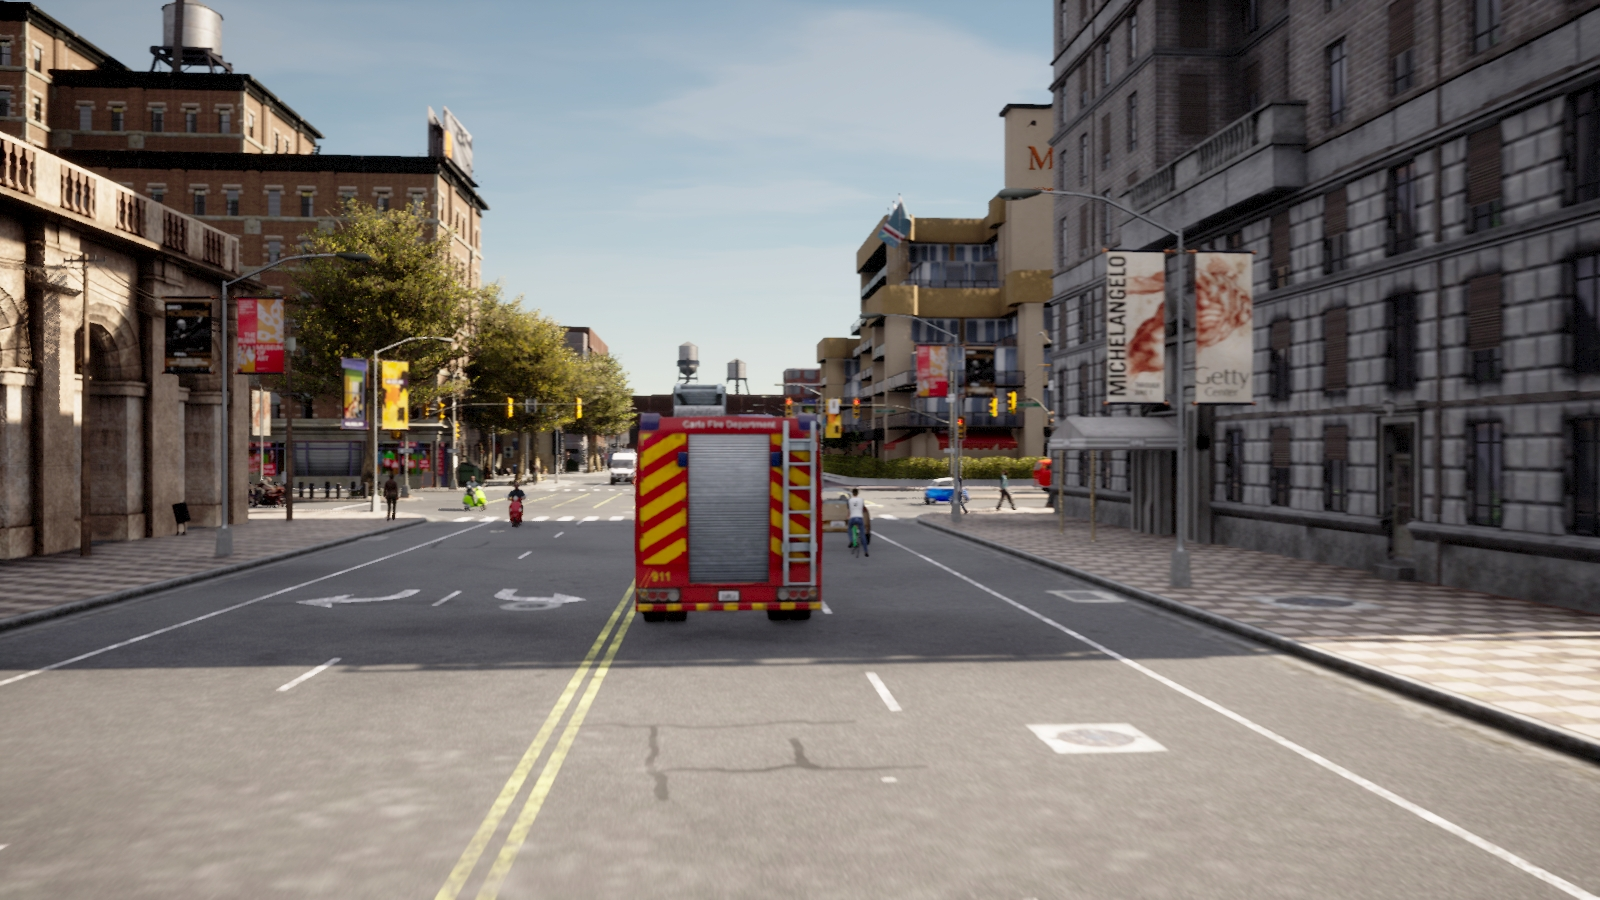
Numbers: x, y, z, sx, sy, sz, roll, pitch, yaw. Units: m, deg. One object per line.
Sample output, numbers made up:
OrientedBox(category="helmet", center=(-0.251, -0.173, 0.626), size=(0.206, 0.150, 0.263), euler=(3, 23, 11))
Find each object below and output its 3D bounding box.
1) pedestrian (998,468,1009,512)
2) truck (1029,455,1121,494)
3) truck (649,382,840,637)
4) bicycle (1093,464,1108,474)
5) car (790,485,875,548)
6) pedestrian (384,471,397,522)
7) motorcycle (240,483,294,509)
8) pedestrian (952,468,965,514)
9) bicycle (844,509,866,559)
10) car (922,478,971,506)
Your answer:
OrientedBox(category="pedestrian", center=(8.658, 1.692, 48.574), size=(0.375, 1.860, 0.375), euler=(0, 0, -1))
OrientedBox(category="truck", center=(17.759, 1.560, 73.923), size=(5.204, 2.467, 2.627), euler=(0, 0, -5))
OrientedBox(category="truck", center=(-1.147, 0.892, 21.507), size=(2.891, 3.827, 8.468), euler=(0, 0, -4))
OrientedBox(category="bicycle", center=(34.284, 2.191, 130.522), size=(1.643, 1.196, 0.373), euler=(0, 0, -6))
OrientedBox(category="car", center=(0.926, 1.991, 35.500), size=(2.152, 1.651, 5.027), euler=(0, 0, -4))
OrientedBox(category="pedestrian", center=(-15.134, 1.703, 42.252), size=(0.375, 1.860, 0.375), euler=(0, 0, -3))
OrientedBox(category="motorcycle", center=(-25.816, 2.216, 55.381), size=(2.209, 1.251, 0.867), euler=(0, 0, -4))
OrientedBox(category="pedestrian", center=(6.520, 1.693, 47.010), size=(0.375, 1.860, 0.375), euler=(0, 0, -19))
OrientedBox(category="bicycle", center=(1.442, 2.205, 30.110), size=(0.373, 1.196, 1.643), euler=(0, 0, -5))
OrientedBox(category="car", center=(7.447, 2.117, 58.050), size=(2.207, 1.376, 1.481), euler=(0, 0, -5))
